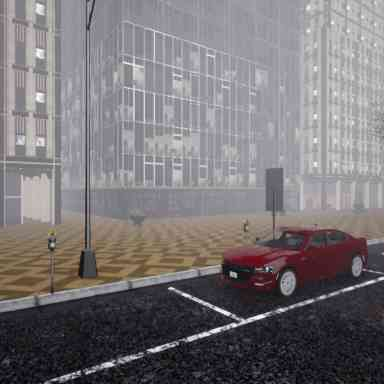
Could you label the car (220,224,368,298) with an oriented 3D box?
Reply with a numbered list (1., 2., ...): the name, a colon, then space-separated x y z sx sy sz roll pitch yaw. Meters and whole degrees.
1. car: 2.724 1.545 8.515 4.507 1.381 1.887 0 0 -36
